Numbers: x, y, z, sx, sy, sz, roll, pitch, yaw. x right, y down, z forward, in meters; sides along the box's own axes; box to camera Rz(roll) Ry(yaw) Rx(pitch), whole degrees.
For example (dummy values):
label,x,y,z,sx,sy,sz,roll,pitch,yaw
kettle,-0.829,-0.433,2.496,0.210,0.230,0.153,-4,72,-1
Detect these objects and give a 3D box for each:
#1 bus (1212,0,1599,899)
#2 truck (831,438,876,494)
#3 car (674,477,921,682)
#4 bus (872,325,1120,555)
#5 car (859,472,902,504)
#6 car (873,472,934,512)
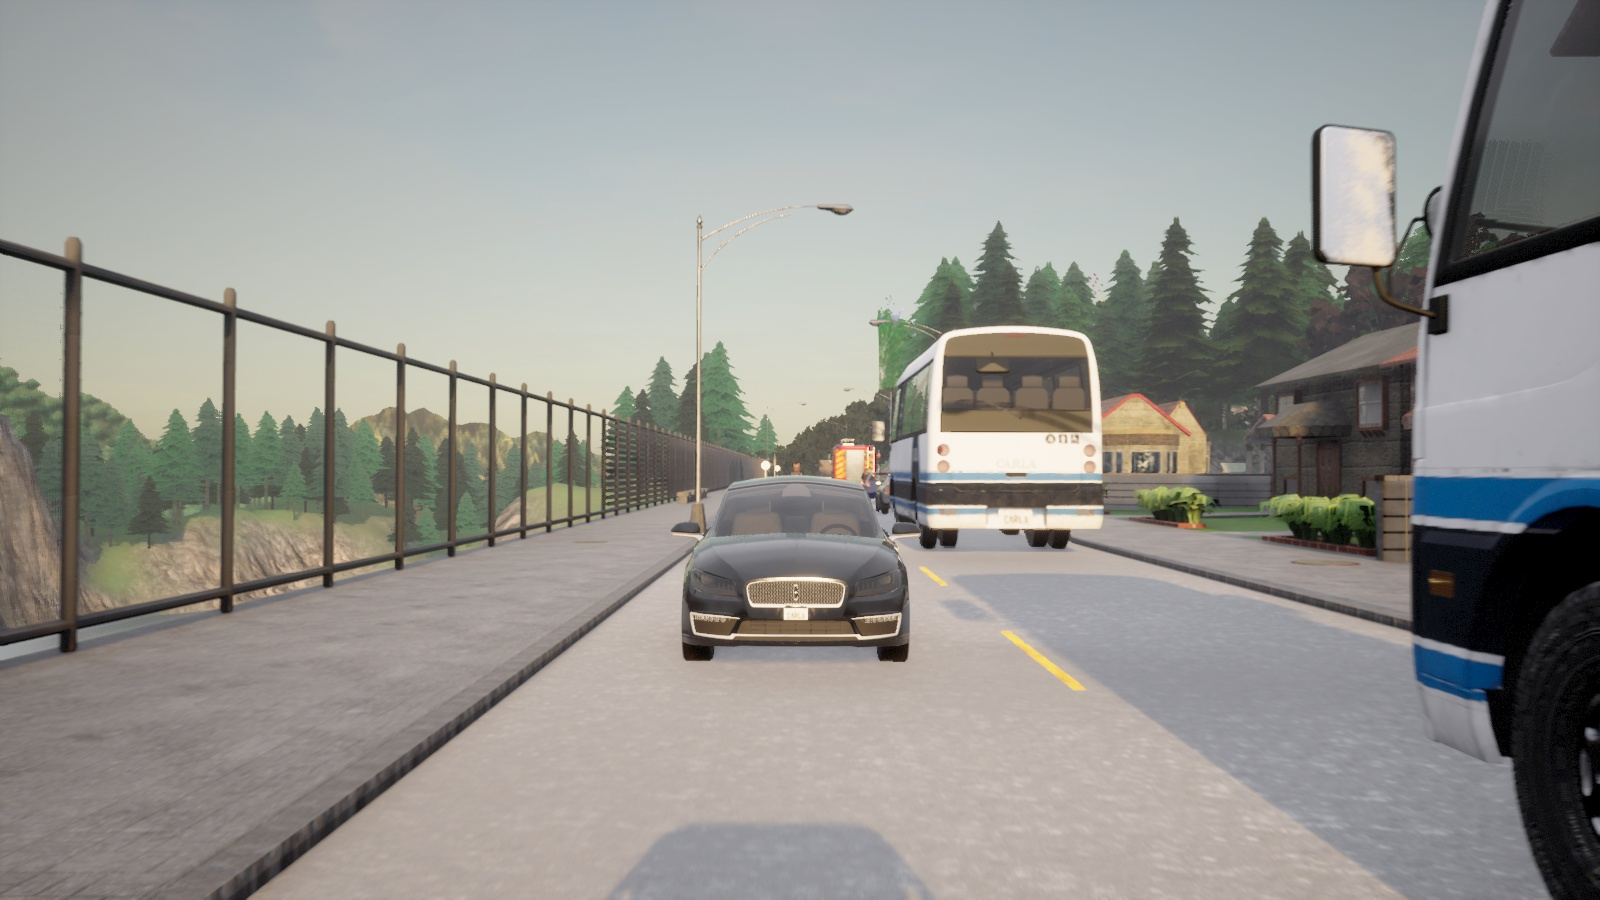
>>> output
label,x,y,z,sx,sy,sz,roll,pitch,yaw
bus,3.992,-0.562,0.943,3.944,4.253,10.273,0,-1,0
truck,3.783,1.158,90.975,2.891,3.827,8.468,0,-1,0
car,-0.029,1.017,11.811,1.837,1.490,4.892,0,-1,0
bus,3.925,-0.102,28.421,3.944,4.253,10.273,0,-1,0
car,3.852,1.832,60.845,1.845,1.501,3.633,0,-1,0
car,3.884,1.562,47.656,1.970,1.475,3.806,0,-1,0
